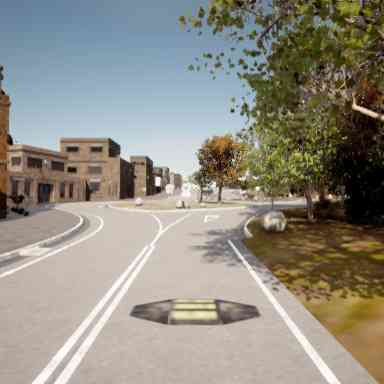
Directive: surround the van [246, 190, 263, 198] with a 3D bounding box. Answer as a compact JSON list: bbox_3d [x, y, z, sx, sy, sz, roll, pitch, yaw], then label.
[{"bbox_3d":[18.149,0.826,92.629,4.442,1.987,1.878,0,1,1],"label":"van"}]
